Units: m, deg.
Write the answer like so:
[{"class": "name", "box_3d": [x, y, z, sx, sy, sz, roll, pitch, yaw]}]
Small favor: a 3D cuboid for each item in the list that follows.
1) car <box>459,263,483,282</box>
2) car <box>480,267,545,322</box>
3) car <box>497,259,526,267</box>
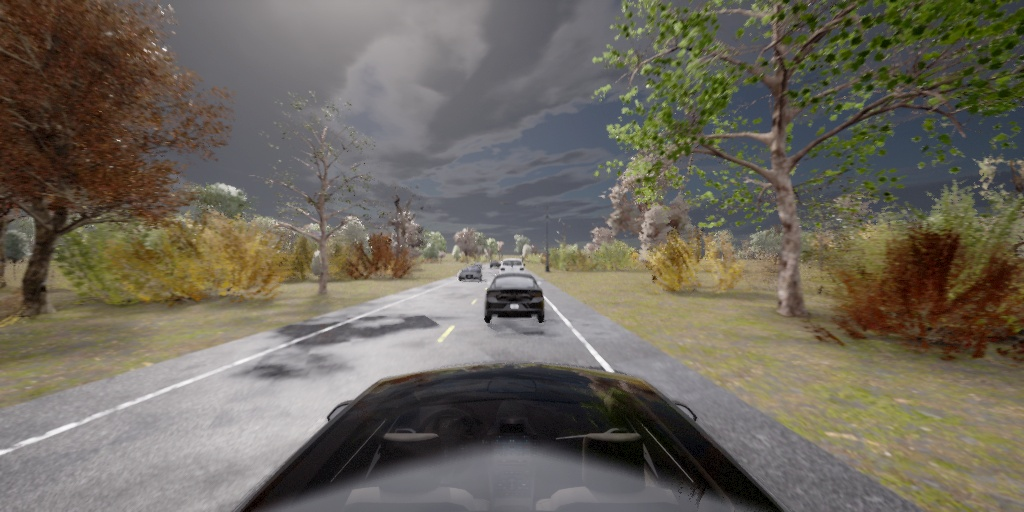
[{"class": "car", "box_3d": [-3.714, 1.632, 33.074, 1.994, 1.385, 4.181, 0, -1, -1]}, {"class": "car", "box_3d": [0.077, 1.343, 12.892, 1.882, 1.535, 5.008, 0, -1, 0]}, {"class": "car", "box_3d": [0.021, 1.279, 31.960, 2.150, 2.045, 5.566, 0, -1, 0]}]
